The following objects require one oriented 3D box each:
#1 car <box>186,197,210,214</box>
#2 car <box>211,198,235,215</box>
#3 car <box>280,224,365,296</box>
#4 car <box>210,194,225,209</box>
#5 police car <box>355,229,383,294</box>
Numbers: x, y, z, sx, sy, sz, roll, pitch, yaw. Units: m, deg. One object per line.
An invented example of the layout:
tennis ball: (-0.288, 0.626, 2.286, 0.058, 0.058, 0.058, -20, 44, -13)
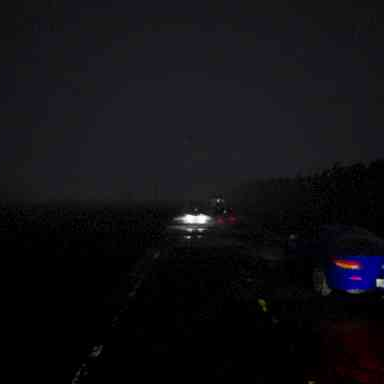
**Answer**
car: (0.417, 1.475, 34.731, 2.128, 1.511, 4.902, 0, 0, 1)
car: (3.233, 1.606, 34.308, 1.895, 1.301, 4.718, 0, 0, 1)
car: (3.662, 1.553, 8.580, 1.812, 1.442, 4.674, 0, 0, 1)
car: (3.292, 1.211, 44.489, 2.150, 2.045, 5.566, 0, 0, 1)
police car: (3.589, 1.453, 2.691, 1.930, 1.638, 5.238, 0, 0, 1)
